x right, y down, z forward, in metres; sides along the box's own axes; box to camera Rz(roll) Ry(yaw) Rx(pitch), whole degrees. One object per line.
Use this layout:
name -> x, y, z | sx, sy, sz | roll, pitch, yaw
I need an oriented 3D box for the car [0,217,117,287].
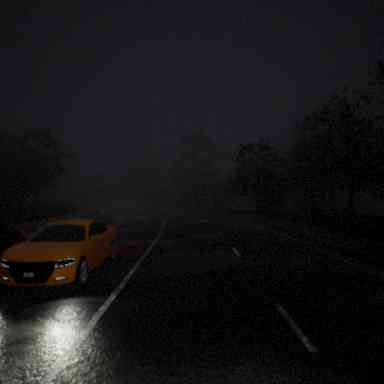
car -> -3.583, 1.561, 9.801 | 1.882, 1.535, 5.008 | 0, 0, 0
